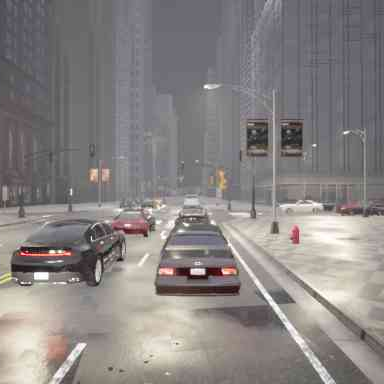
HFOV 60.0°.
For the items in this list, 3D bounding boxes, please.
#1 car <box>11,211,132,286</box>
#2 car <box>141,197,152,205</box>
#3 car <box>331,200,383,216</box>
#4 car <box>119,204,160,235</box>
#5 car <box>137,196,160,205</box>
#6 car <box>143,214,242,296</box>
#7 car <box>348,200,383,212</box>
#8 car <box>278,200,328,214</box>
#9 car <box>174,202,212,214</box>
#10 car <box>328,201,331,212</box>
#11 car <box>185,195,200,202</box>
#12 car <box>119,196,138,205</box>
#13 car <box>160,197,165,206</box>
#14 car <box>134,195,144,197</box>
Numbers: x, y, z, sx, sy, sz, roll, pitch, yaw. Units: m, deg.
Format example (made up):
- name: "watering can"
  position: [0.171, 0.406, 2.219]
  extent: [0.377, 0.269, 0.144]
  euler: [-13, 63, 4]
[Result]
- name: "car"
  position: [-3.144, 1.516, 9.381]
  extent: [1.837, 1.490, 4.892]
  euler: [0, 0, 0]
- name: "car"
  position: [-9.704, 1.906, 71.129]
  extent: [1.812, 1.442, 4.674]
  euler: [0, 0, 0]
- name: "car"
  position: [15.335, 1.577, 30.256]
  extent: [4.206, 1.307, 1.802]
  euler: [0, 0, -1]
- name: "car"
  position: [-3.138, 1.601, 18.282]
  extent: [1.994, 1.385, 4.181]
  euler: [0, 0, 0]
- name: "car"
  position: [-6.562, 1.778, 50.875]
  extent: [2.033, 1.411, 5.357]
  euler: [0, 0, 0]
- name: "car"
  position: [0.112, 1.557, 8.795]
  extent: [2.033, 1.411, 5.357]
  euler: [0, 0, 0]
- name: "car"
  position: [20.850, 1.644, 38.863]
  extent: [4.313, 1.339, 1.947]
  euler: [0, 0, -1]
- name: "car"
  position: [11.740, 1.602, 35.969]
  extent: [4.674, 1.442, 1.812]
  euler: [0, -1, -1]
- name: "car"
  position: [0.059, 1.543, 18.534]
  extent: [1.837, 1.490, 4.892]
  euler: [0, 0, 1]
- name: "car"
  position: [15.210, 1.663, 38.779]
  extent: [4.313, 1.339, 1.947]
  euler: [0, 0, -1]
- name: "car"
  position: [0.009, 1.464, 52.570]
  extent: [2.150, 2.045, 5.566]
  euler: [0, 0, 2]
- name: "car"
  position: [-9.842, 1.735, 50.763]
  extent: [1.837, 1.490, 4.892]
  euler: [0, 0, -2]
- name: "car"
  position: [-6.531, 1.648, 60.157]
  extent: [2.097, 1.767, 4.553]
  euler: [0, 0, 0]
- name: "car"
  position: [-9.778, 1.522, 60.783]
  extent: [2.150, 2.045, 5.566]
  euler: [0, 0, 0]
